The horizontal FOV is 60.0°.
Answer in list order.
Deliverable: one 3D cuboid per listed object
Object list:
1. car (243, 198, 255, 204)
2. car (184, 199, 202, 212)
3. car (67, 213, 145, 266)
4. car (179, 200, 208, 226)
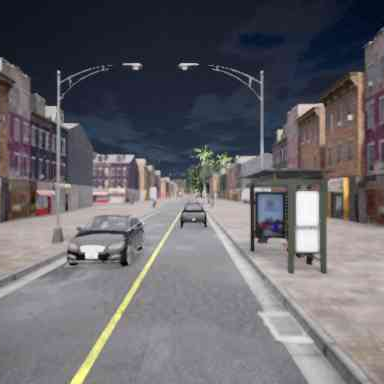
[{"bbox_3d":[12.376,1.882,66.872,4.313,1.339,1.947,0,0,0],"label":"car"},{"bbox_3d":[0.118,1.711,42.464,2.128,1.511,4.902,0,0,0],"label":"car"},{"bbox_3d":[-2.828,1.548,11.826,2.128,1.511,4.902,0,0,0],"label":"car"},{"bbox_3d":[0.110,1.611,24.110,2.128,1.511,4.902,0,0,0],"label":"car"}]
